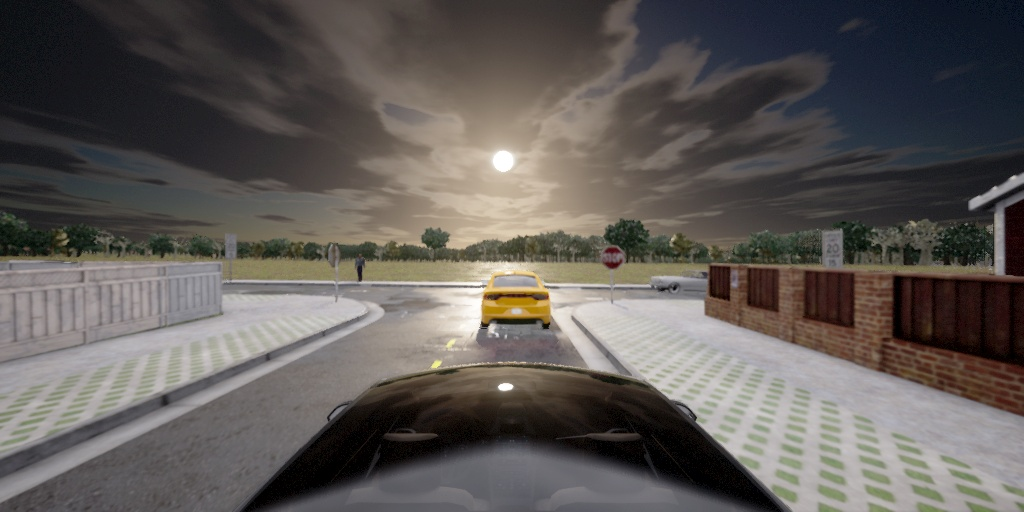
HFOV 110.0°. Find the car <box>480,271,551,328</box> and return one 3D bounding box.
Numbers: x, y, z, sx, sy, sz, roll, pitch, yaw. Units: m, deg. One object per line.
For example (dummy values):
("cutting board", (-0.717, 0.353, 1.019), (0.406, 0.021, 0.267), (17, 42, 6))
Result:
("car", (0.051, 1.192, 11.278), (1.882, 1.535, 5.008), (0, 0, -1))

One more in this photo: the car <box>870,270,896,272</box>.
("car", (20.604, 1.503, 20.214), (5.357, 1.411, 2.033), (1, 0, 0))

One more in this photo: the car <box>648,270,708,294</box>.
("car", (10.248, 1.436, 20.141), (4.718, 1.301, 1.895), (1, 0, 0))

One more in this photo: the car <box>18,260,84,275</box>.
("car", (-26.454, 0.914, 19.894), (5.357, 1.411, 2.033), (1, 0, 0))

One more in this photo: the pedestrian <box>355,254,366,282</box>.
("pedestrian", (-9.710, 0.736, 22.918), (0.375, 1.860, 0.375), (0, -1, 0))
